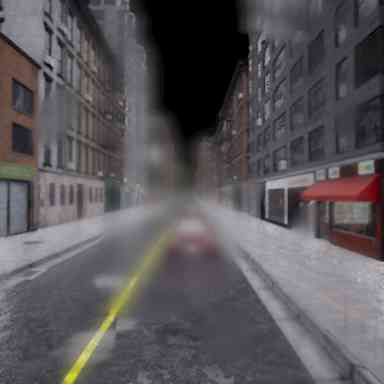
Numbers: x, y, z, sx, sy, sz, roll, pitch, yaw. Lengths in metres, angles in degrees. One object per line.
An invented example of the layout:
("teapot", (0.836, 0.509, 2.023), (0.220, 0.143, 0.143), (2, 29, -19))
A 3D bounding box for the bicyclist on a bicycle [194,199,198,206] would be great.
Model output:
("bicyclist on a bicycle", (0.793, 2.324, 72.476), (0.866, 1.612, 1.509), (0, -1, 0))

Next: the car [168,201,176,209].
("car", (-3.068, 2.306, 57.845), (1.895, 1.301, 4.718), (0, -1, 1))

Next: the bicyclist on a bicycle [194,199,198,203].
("bicyclist on a bicycle", (0.796, 2.214, 63.477), (0.866, 1.612, 1.509), (0, -1, 0))

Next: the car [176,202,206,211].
("car", (0.034, 1.688, 27.249), (2.097, 1.767, 4.553), (0, -1, 1))

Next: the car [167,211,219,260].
("car", (0.045, 1.689, 13.010), (1.812, 1.442, 4.674), (0, 0, 1))
